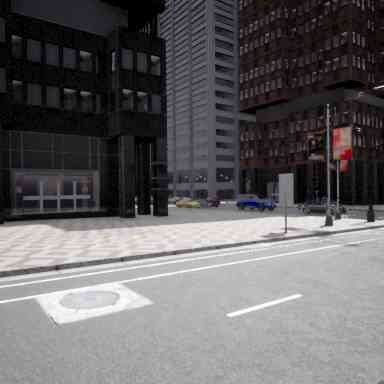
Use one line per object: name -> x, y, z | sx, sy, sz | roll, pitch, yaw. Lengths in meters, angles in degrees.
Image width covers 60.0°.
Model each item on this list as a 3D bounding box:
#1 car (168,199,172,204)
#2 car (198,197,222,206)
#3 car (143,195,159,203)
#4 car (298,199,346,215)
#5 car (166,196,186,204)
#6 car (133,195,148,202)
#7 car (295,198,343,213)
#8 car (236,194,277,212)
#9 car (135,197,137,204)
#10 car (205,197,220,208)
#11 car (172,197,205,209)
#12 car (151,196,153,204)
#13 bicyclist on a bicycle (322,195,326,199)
car -> -1.763, 1.676, 60.979 | 2.033, 1.411, 5.357 | -1, 0, -35
car -> 3.116, 1.615, 58.837 | 1.887, 1.381, 4.507 | -1, 1, -36
car -> -9.501, 1.598, 76.492 | 1.967, 1.590, 4.097 | -1, 1, -36
car -> 13.510, 1.628, 34.222 | 1.994, 1.385, 4.181 | -1, 0, -36
car -> -3.291, 1.638, 67.803 | 1.752, 1.417, 4.829 | -1, 1, -36
car -> -12.655, 1.621, 80.906 | 1.967, 1.590, 4.097 | -1, 1, -36
car -> 14.480, 1.532, 38.248 | 1.837, 1.490, 4.892 | -1, 1, -35
car -> 8.005, 1.318, 41.909 | 2.150, 2.045, 5.566 | -1, 0, -36
car -> -10.132, 1.821, 62.716 | 1.802, 1.307, 4.206 | -1, 1, -36
car -> 2.168, 1.697, 50.107 | 1.994, 1.385, 4.181 | -1, 0, -35
car -> -0.570, 1.701, 49.333 | 1.752, 1.417, 4.829 | -1, 1, -36
car -> -6.474, 1.756, 62.350 | 1.994, 1.385, 4.181 | -1, 0, -35
bicyclist on a bicycle -> 17.393, 1.254, 43.789 | 1.656, 1.620, 0.582 | -1, 1, -36
